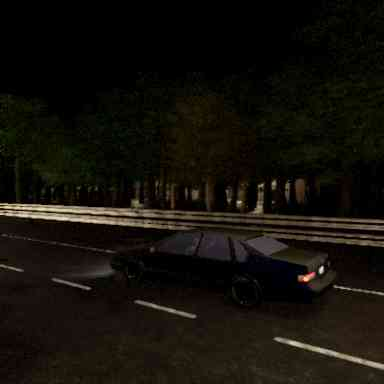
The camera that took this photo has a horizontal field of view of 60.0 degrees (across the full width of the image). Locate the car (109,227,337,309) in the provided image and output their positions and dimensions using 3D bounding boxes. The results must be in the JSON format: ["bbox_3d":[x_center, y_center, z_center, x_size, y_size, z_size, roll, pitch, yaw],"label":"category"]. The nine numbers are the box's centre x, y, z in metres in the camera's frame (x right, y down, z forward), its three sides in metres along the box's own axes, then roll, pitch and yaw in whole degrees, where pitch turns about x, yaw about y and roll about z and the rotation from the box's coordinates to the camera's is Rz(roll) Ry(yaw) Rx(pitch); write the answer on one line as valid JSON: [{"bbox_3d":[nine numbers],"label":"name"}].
[{"bbox_3d":[0.440,1.548,7.856,5.357,1.411,2.033,0,0,36],"label":"car"}]
